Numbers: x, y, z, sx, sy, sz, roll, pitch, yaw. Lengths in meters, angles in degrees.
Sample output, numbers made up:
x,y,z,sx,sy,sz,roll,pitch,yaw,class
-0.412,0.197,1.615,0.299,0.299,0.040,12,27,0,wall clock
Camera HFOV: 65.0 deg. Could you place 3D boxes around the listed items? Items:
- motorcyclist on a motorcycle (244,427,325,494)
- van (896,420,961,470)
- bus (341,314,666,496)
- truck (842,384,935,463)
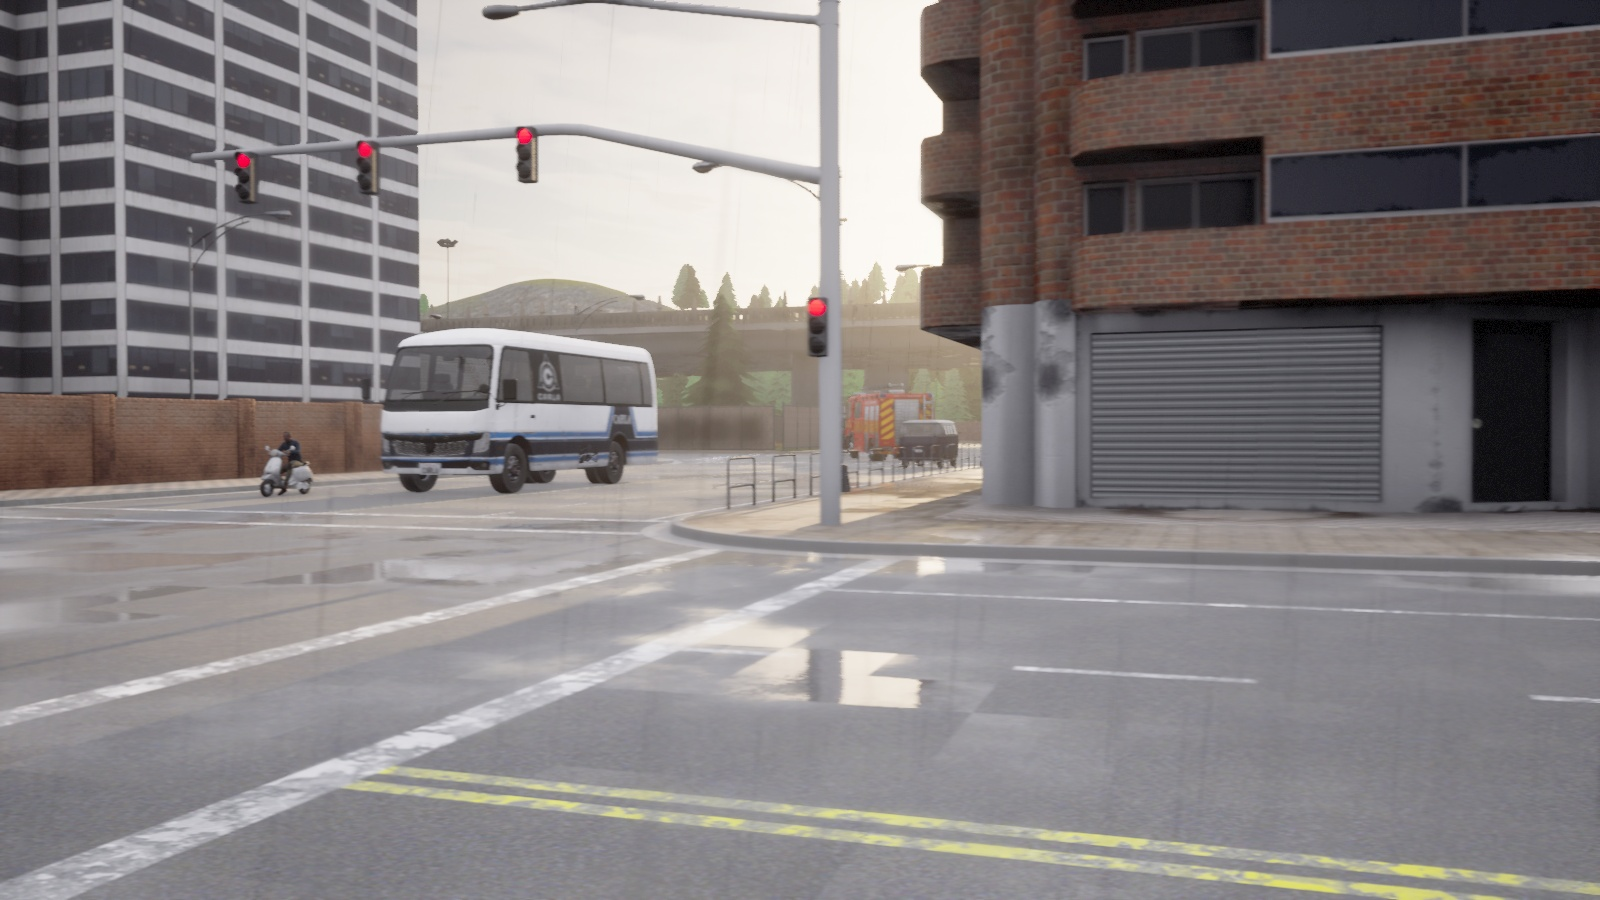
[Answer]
x,y,z,sx,sy,sz,roll,pitch,yaw,class
-12.665,0.237,30.917,0.866,1.590,1.817,1,1,18,motorcyclist on a motorcycle
5.367,-0.233,51.999,1.775,1.987,4.442,1,1,18,van
-7.675,-1.137,34.822,3.944,4.253,10.273,1,1,18,bus
4.435,-1.381,65.183,2.891,3.827,8.468,0,1,-10,truck
